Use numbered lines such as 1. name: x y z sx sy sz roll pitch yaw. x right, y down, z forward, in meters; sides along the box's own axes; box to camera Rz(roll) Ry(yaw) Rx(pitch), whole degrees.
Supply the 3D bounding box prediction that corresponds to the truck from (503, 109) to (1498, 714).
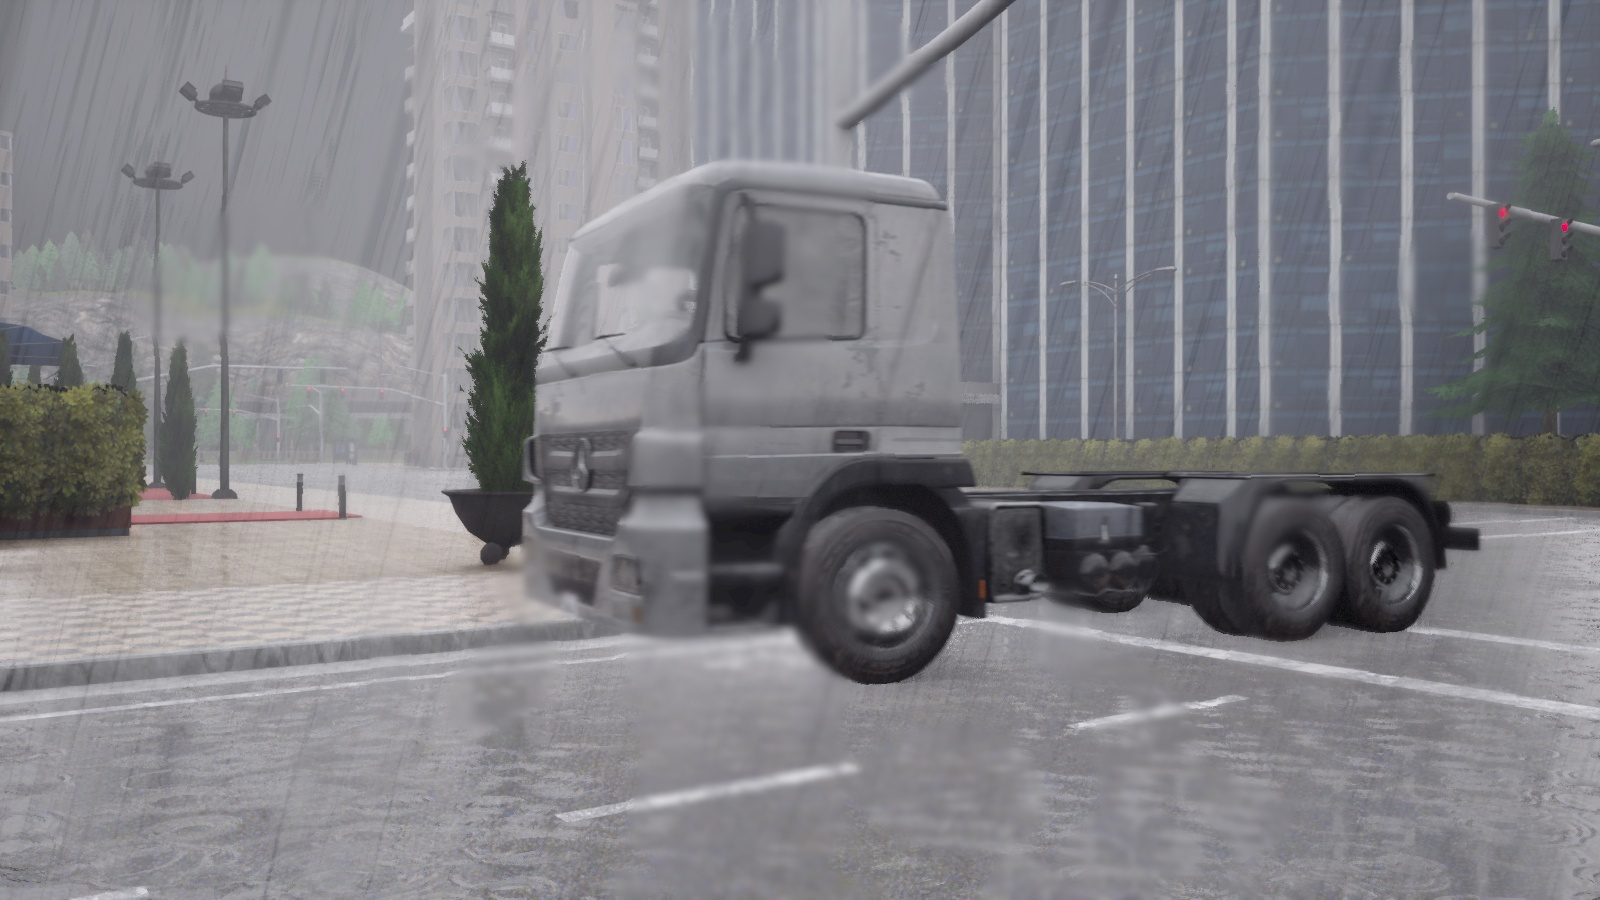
1. truck: 1.883 -0.216 10.330 7.936 3.462 2.891 0 0 -28
